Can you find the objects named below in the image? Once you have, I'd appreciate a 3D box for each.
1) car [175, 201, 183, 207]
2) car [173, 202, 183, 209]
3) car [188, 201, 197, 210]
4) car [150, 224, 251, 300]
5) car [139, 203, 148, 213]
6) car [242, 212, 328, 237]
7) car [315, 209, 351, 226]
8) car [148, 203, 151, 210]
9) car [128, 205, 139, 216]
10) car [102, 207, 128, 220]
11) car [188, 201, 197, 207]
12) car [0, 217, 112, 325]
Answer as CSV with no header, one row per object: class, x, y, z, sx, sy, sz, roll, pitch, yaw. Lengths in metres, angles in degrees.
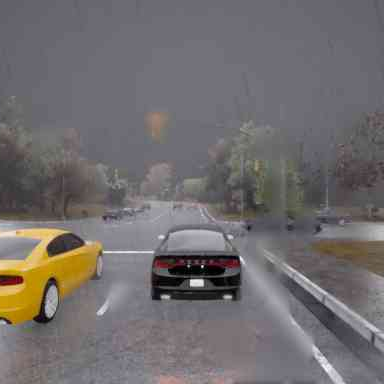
car,-3.471,3.173,86.790,1.994,1.385,4.181,0,0,-3
car,-3.370,3.189,76.721,1.837,1.490,4.892,0,0,0
car,0.131,3.047,76.210,2.097,1.767,4.553,0,0,0
car,0.098,1.566,8.579,1.882,1.535,5.008,0,-1,0
car,-10.431,3.251,64.771,2.128,1.511,4.902,0,0,1
car,5.581,2.075,20.826,4.718,1.301,1.895,0,-2,0
car,12.449,2.441,31.612,4.892,1.490,1.837,0,-2,0
car,-10.372,3.236,75.352,2.033,1.411,5.357,0,0,0
car,-10.491,3.215,54.667,1.812,1.442,4.674,0,-1,0
car,-10.535,3.005,44.796,2.033,1.411,5.357,0,-2,1
car,0.045,3.168,86.367,2.033,1.411,5.357,0,0,-3
car,-3.408,1.543,7.336,1.882,1.535,5.008,0,-1,0
